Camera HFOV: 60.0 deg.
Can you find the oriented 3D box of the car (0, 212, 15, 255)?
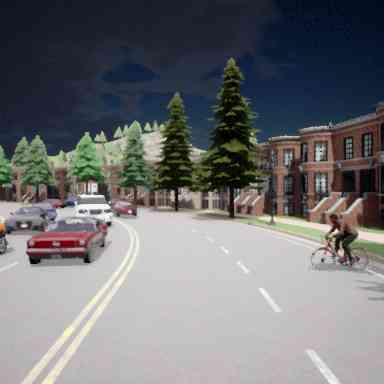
[{"bbox_3d":[-7.605,1.348,10.181,2.097,1.767,4.553,0,0,-6],"label":"car"}]

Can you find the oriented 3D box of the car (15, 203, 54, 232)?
[{"bbox_3d":[-9.241,1.558,18.919,1.994,1.385,4.181,0,0,-19],"label":"car"}]

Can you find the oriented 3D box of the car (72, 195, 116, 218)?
[{"bbox_3d":[-6.919,1.215,23.047,2.150,2.045,5.566,0,0,-22],"label":"car"}]

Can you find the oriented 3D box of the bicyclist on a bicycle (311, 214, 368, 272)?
[{"bbox_3d":[4.142,1.433,9.335,1.656,1.620,0.582,0,0,-2],"label":"bicyclist on a bicycle"}]

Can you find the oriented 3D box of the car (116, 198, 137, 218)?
[{"bbox_3d":[-6.475,1.516,30.637,1.812,1.442,4.674,0,0,-29],"label":"car"}]

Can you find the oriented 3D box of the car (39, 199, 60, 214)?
[{"bbox_3d":[-10.925,1.518,24.293,1.812,1.442,4.674,0,0,-25],"label":"car"}]

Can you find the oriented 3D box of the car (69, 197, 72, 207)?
[{"bbox_3d":[-16.404,1.337,47.164,4.553,1.767,2.097,0,0,39],"label":"car"}]

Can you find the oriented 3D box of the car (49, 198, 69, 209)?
[{"bbox_3d":[-18.998,1.550,44.841,4.181,1.385,1.994,0,0,37],"label":"car"}]

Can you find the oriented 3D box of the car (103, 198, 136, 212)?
[{"bbox_3d":[-8.796,1.493,39.869,1.837,1.490,4.892,0,0,-39],"label":"car"}]

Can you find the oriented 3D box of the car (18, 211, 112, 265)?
[{"bbox_3d":[-4.239,1.597,11.985,1.895,1.301,4.718,0,0,-6],"label":"car"}]
